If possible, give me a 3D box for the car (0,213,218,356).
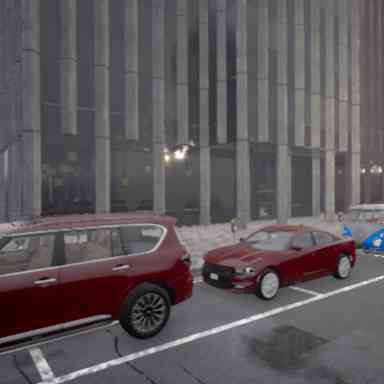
[{"bbox_3d":[-2.292,1.312,5.018,5.009,1.841,2.192,0,0,-36],"label":"car"}]

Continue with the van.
[{"bbox_3d":[6.882,1.297,11.571,3.998,1.788,1.690,0,0,-36],"label":"van"}]

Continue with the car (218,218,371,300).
[{"bbox_3d":[2.296,1.521,8.294,4.507,1.381,1.887,0,0,-36],"label":"car"}]
